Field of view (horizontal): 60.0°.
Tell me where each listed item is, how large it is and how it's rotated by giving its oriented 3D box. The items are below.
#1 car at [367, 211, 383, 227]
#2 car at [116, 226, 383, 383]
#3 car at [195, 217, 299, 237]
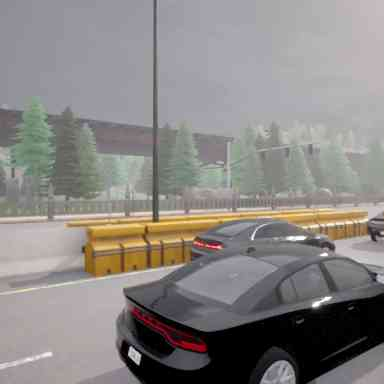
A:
[{"bbox_3d":[9.872,1.486,15.101,4.902,1.511,2.128,0,0,-36],"label":"car"},{"bbox_3d":[1.439,1.476,4.774,5.008,1.535,1.882,0,0,-36],"label":"car"},{"bbox_3d":[2.206,1.503,9.626,4.892,1.490,1.837,0,0,-35],"label":"car"}]
